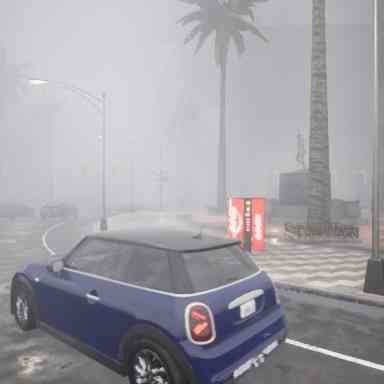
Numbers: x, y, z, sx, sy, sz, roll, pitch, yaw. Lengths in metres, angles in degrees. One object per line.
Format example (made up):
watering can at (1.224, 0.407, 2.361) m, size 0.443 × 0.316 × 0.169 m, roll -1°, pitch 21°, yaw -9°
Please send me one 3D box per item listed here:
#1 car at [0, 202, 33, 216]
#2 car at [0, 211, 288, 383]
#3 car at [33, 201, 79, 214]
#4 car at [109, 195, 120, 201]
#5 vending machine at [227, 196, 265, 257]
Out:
car at (-14.986, 1.564, 27.998) m, size 1.994 × 1.385 × 4.181 m, roll 0°, pitch 0°, yaw 3°
car at (-0.975, 1.351, 5.171) m, size 4.553 × 1.767 × 2.097 m, roll 0°, pitch 0°, yaw 41°
car at (-10.813, 1.492, 27.443) m, size 2.128 × 1.511 × 4.902 m, roll 0°, pitch 0°, yaw -3°
car at (-20.711, 1.513, 89.385) m, size 2.161 × 1.482 × 4.786 m, roll 0°, pitch 0°, yaw 3°
vending machine at (1.979, 1.195, 12.184) m, size 1.100 × 2.100 × 0.880 m, roll 0°, pitch 0°, yaw -42°
